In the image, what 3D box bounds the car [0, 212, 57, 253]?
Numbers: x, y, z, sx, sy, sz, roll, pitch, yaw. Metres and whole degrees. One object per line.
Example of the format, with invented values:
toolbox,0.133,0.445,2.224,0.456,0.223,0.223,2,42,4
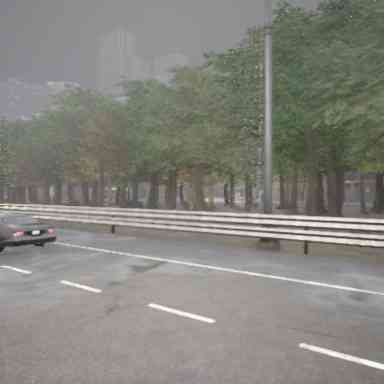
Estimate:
car,-7.817,1.548,13.753,5.357,1.411,2.033,0,0,36
